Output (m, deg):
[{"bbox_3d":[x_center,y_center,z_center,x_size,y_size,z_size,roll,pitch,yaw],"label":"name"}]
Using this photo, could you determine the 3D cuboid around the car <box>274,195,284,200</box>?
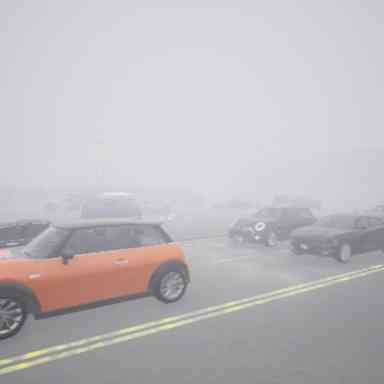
[{"bbox_3d":[11.774,1.317,41.692,3.866,1.878,1.905,0,0,-35],"label":"car"}]

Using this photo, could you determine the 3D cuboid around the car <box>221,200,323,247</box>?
[{"bbox_3d":[3.856,1.409,15.322,4.553,1.767,2.097,0,0,-35],"label":"car"}]

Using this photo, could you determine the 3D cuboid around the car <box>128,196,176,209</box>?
[{"bbox_3d":[-4.044,1.472,33.801,3.806,1.475,1.970,0,0,-35],"label":"car"}]

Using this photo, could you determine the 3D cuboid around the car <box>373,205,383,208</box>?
[{"bbox_3d":[12.533,1.601,21.474,4.902,1.511,2.128,0,0,-35],"label":"car"}]

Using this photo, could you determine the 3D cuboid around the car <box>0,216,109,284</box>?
[{"bbox_3d":[-4.953,1.511,9.046,4.892,1.490,1.837,1,0,-35],"label":"car"}]

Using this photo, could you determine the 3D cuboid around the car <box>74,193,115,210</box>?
[{"bbox_3d":[-13.885,1.228,47.537,4.605,1.855,1.932,0,0,-35],"label":"car"}]

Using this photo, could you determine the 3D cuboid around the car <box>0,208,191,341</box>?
[{"bbox_3d":[-2.305,1.360,6.635,4.553,1.767,2.097,0,0,-35],"label":"car"}]

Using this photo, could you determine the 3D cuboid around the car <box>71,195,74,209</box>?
[{"bbox_3d":[-15.508,1.439,49.937,3.905,1.438,1.784,0,0,-35],"label":"car"}]

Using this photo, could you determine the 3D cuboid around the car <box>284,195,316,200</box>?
[{"bbox_3d":[13.403,1.314,39.299,4.605,1.855,1.932,0,0,-35],"label":"car"}]

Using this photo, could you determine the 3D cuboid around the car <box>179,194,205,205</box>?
[{"bbox_3d":[0.399,1.316,57.683,3.866,1.878,1.905,0,0,-35],"label":"car"}]

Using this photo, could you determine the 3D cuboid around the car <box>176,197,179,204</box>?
[{"bbox_3d":[-1.267,1.555,60.051,3.806,1.475,1.970,0,0,-35],"label":"car"}]

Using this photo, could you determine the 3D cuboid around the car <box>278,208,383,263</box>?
[{"bbox_3d":[5.704,1.534,12.344,5.008,1.535,1.882,0,0,-36],"label":"car"}]
